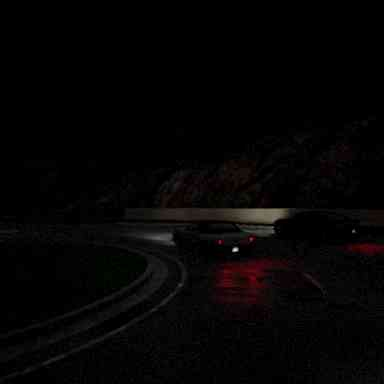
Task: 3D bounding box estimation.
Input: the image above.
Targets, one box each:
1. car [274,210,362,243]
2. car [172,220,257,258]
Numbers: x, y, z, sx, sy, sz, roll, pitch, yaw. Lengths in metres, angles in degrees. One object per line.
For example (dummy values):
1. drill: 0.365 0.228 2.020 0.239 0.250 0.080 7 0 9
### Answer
1. car: 6.443 1.723 17.658 1.882 1.535 5.008 1 -2 -25
2. car: 0.717 1.864 14.207 1.895 1.301 4.718 0 -1 -23
